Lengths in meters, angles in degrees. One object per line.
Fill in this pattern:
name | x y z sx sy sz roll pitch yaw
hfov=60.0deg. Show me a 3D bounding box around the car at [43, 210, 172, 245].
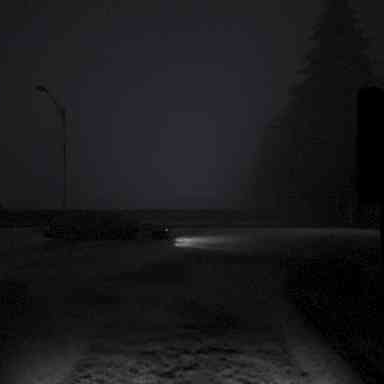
car | -3.579 1.501 14.584 5.357 1.411 2.033 0 0 0
